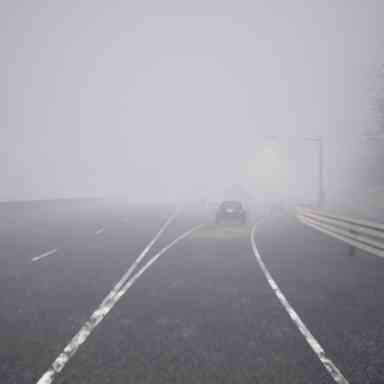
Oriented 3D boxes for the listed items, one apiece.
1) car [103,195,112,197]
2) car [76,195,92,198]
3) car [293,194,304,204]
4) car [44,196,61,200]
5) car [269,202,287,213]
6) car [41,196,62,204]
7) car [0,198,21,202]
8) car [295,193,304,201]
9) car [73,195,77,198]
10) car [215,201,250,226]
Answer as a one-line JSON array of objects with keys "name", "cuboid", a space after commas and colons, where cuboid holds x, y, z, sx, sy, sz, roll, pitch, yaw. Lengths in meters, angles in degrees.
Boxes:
[{"name": "car", "cuboid": [-21.045, 1.311, 83.202, 1.882, 1.535, 5.008, 0, 0, 0]}, {"name": "car", "cuboid": [-21.037, 1.489, 66.964, 1.882, 1.535, 5.008, 0, 0, 0]}, {"name": "car", "cuboid": [22.799, 1.845, 71.866, 2.128, 1.511, 4.902, 0, 3, 20]}, {"name": "car", "cuboid": [-21.074, 1.599, 50.787, 1.895, 1.301, 4.718, 0, 0, 1]}, {"name": "car", "cuboid": [12.445, 2.192, 47.973, 1.837, 1.490, 4.892, 0, -1, 26]}, {"name": "car", "cuboid": [-28.036, 1.534, 66.669, 2.128, 1.511, 4.902, 0, 0, 0]}, {"name": "car", "cuboid": [-28.059, 1.544, 50.524, 2.033, 1.411, 5.357, 0, 0, 1]}, {"name": "car", "cuboid": [26.277, 1.247, 81.313, 2.128, 1.511, 4.902, 0, 4, 19]}, {"name": "car", "cuboid": [-28.045, 1.326, 82.816, 1.882, 1.535, 5.008, 0, 0, 0]}, {"name": "car", "cuboid": [3.180, 1.463, 25.091, 2.097, 1.767, 4.553, 2, -2, 15]}]
